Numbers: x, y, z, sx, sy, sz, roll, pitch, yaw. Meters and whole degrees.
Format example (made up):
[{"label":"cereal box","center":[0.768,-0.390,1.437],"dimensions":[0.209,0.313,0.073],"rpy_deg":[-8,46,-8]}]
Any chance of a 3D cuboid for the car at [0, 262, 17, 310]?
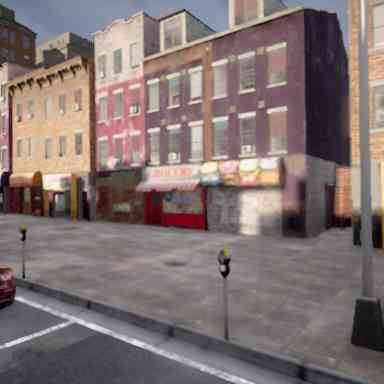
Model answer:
[{"label":"car","center":[-4.981,1.533,6.369],"dimensions":[4.206,1.307,1.802],"rpy_deg":[0,-1,35]}]
